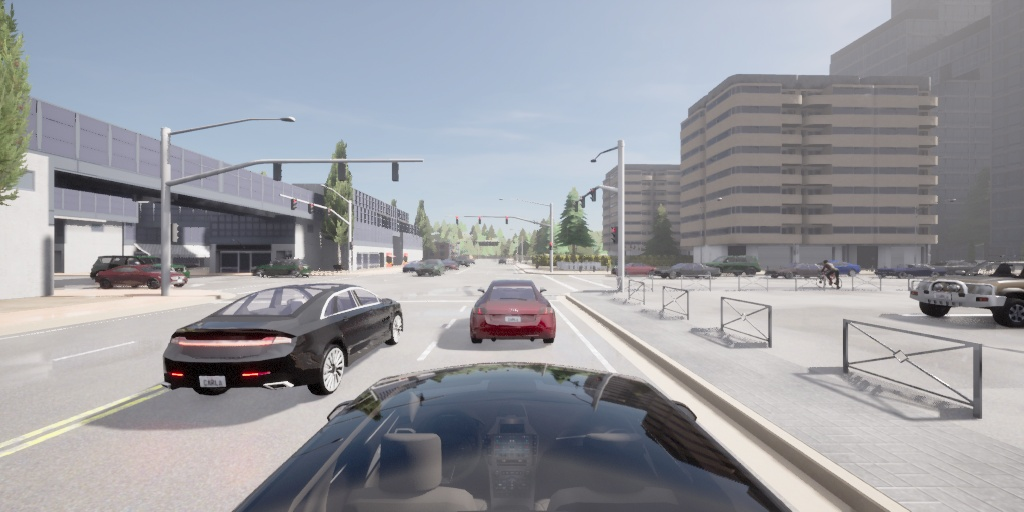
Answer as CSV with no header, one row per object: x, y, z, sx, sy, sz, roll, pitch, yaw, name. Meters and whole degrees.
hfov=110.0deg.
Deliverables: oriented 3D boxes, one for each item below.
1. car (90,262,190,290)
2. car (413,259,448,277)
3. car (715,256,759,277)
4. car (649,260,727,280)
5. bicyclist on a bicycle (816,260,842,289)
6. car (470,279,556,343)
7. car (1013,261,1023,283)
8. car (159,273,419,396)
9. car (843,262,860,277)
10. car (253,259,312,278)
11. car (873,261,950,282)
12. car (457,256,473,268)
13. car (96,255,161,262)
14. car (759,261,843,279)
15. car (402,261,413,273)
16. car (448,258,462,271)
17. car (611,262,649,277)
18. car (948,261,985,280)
-22.895,1.276,22.199,4.674,1.442,1.812,0,0,0,car
-7.931,1.101,35.375,2.097,1.767,4.553,0,0,-2,car
21.077,0.971,34.884,5.566,2.045,2.150,0,0,-2,car
15.225,1.297,31.204,5.357,1.411,2.033,0,0,-2,car
17.920,1.052,20.297,0.582,1.620,1.656,0,0,-2,bicyclist on a bicycle
0.009,1.314,9.644,1.994,1.385,4.181,0,0,0,car
43.291,1.314,28.395,4.181,1.385,1.994,0,0,-1,car
-3.476,1.242,6.585,2.128,1.511,4.902,0,0,0,car
31.103,1.228,35.178,5.008,1.535,1.882,0,0,-2,car
-20.993,1.102,32.808,4.553,1.767,2.097,0,0,-3,car
35.158,1.351,31.791,4.718,1.301,1.895,0,0,-2,car
-8.733,0.962,63.078,2.150,2.045,5.566,0,1,-1,car
-26.453,0.971,25.594,5.566,2.045,2.150,0,0,-1,car
25.295,1.297,31.507,5.357,1.411,2.033,0,0,-2,car
-11.707,1.297,43.275,2.033,1.411,5.357,0,0,-2,car
-8.370,1.314,48.698,1.994,1.385,4.181,0,0,-2,car
11.734,1.314,34.600,4.181,1.385,1.994,0,0,-2,car
42.948,1.251,35.481,4.892,1.490,1.837,-1,0,-1,car
